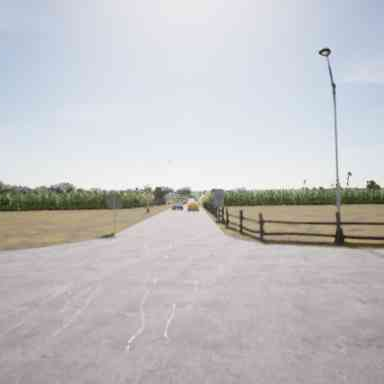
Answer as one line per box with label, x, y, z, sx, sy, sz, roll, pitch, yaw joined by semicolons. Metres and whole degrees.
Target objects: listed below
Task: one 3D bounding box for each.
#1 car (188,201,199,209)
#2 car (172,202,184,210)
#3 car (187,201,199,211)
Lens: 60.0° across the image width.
car;0.225;2.604;66.008;2.128;1.511;4.902;0;-1;0
car;-2.545;2.517;60.184;1.812;1.442;4.674;0;-1;0
car;0.189;2.381;55.588;1.882;1.535;5.008;0;-1;0
